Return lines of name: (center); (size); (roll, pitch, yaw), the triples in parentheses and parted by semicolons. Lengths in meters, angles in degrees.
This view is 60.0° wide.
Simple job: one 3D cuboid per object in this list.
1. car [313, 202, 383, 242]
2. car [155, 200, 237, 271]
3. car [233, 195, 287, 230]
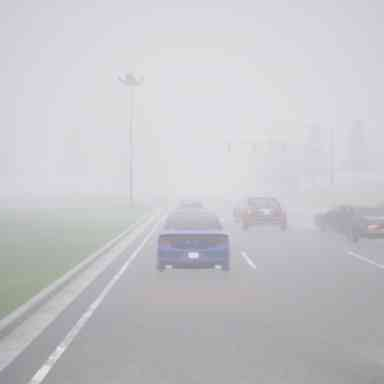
car: (6.983, 1.207, 14.203); (2.033, 1.411, 5.357); (0, 1, 0)
car: (0.017, 1.237, 10.082); (1.882, 1.535, 5.008); (0, 1, 0)
car: (3.457, 0.934, 17.620); (2.097, 1.767, 4.553); (0, 1, 0)
